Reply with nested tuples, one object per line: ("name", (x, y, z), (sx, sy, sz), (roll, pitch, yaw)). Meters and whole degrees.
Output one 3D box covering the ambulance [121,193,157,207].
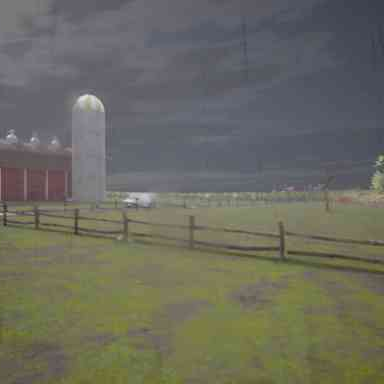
("ambulance", (-8.576, 1.397, 54.149), (2.351, 2.431, 6.366), (0, -1, 35))
